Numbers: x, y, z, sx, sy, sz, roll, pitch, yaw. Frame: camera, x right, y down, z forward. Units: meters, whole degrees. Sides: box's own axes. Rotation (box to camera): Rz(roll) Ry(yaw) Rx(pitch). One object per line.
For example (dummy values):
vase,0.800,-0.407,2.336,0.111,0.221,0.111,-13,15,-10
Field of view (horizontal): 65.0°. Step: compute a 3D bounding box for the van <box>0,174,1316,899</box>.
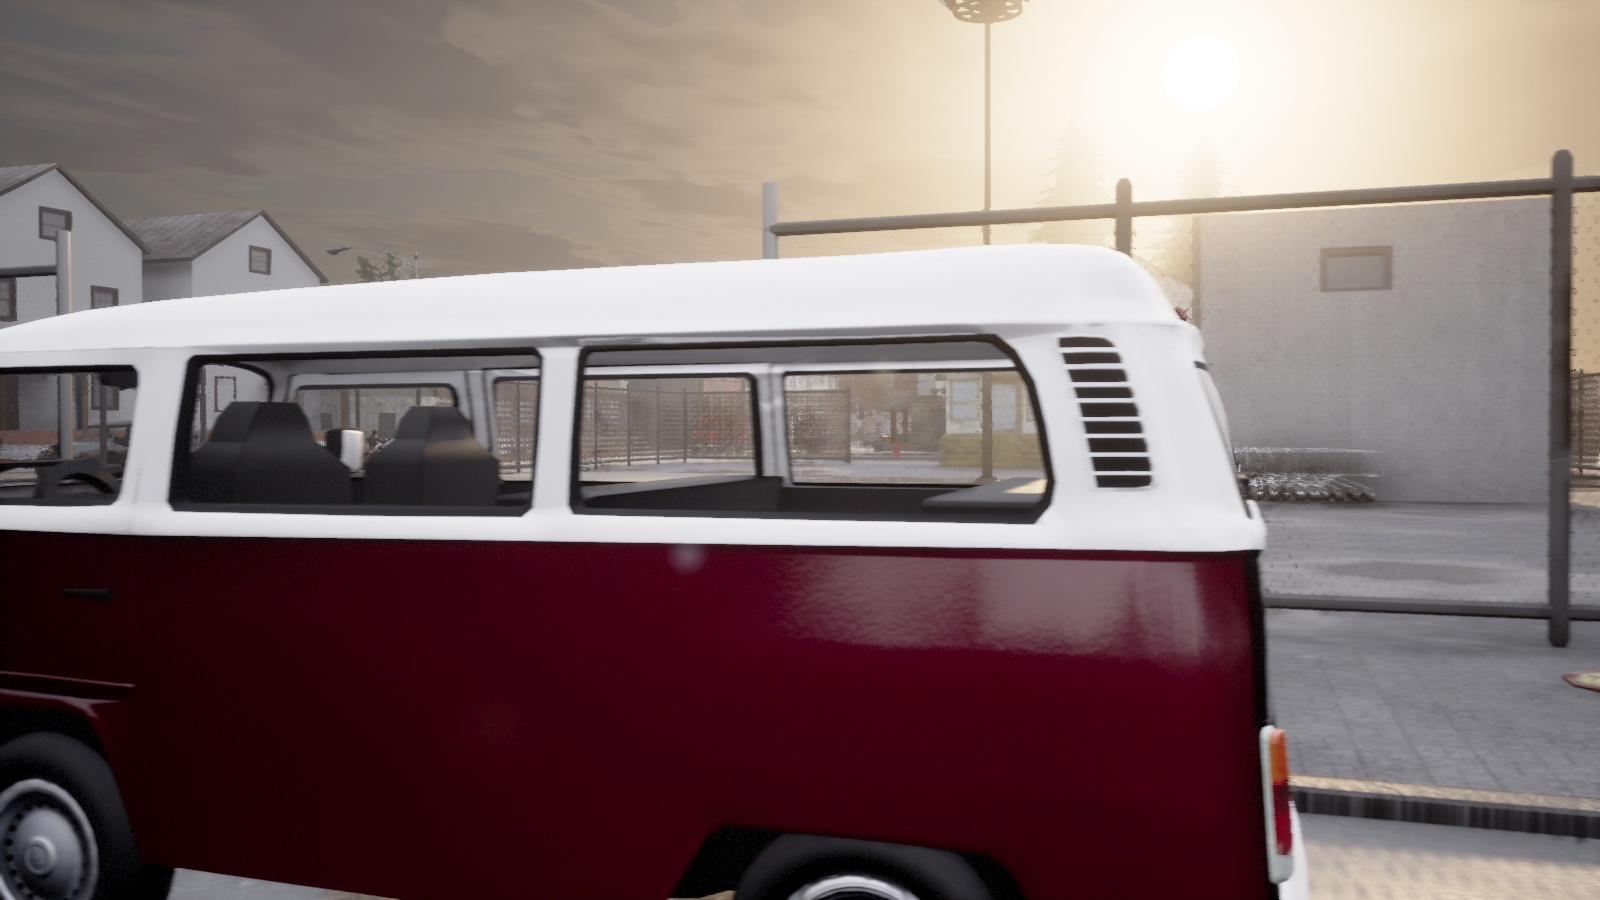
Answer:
van,-0.854,0.478,4.007,4.480,2.038,2.069,1,1,19
